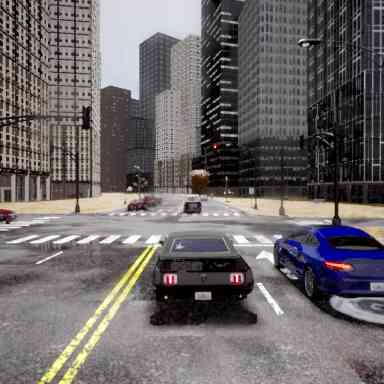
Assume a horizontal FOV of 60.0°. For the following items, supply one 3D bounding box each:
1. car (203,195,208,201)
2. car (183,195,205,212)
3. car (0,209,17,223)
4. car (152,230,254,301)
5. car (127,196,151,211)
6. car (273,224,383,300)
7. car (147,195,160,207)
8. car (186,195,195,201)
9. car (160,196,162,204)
[{"bbox_3d":[2.827,1.397,80.534,1.812,1.442,4.674,0,0,-4],"label":"car"},{"bbox_3d":[0.064,1.462,37.556,2.128,1.511,4.902,0,0,2],"label":"car"},{"bbox_3d":[-14.635,1.463,22.964,4.674,1.442,1.812,0,0,-1],"label":"car"},{"bbox_3d":[0.112,1.598,8.264,1.895,1.301,4.718,0,0,-3],"label":"car"},{"bbox_3d":[-6.533,1.530,40.329,1.994,1.385,4.181,0,0,0],"label":"car"},{"bbox_3d":[3.354,1.523,8.232,1.812,1.442,4.674,0,0,1],"label":"car"},{"bbox_3d":[-6.516,1.299,50.577,2.097,1.767,4.553,0,0,0],"label":"car"},{"bbox_3d":[-0.422,1.469,80.421,1.895,1.301,4.718,0,0,-4],"label":"car"},{"bbox_3d":[-6.498,1.416,60.868,2.128,1.511,4.902,0,0,0],"label":"car"}]
